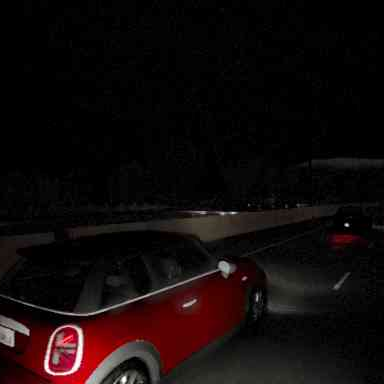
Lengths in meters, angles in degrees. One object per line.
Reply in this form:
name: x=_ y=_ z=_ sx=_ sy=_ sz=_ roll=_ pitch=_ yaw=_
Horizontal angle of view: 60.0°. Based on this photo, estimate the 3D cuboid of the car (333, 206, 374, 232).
car: x=10.332 y=1.663 z=21.303 sx=1.837 sy=1.490 sz=4.892 roll=0 pitch=0 yaw=34

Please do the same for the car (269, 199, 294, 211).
car: x=12.071 y=1.799 z=43.129 sx=2.097 sy=1.767 sz=4.553 roll=0 pitch=-1 yaw=34

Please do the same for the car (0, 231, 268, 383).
car: x=-0.559 y=1.353 z=4.858 sx=2.097 sy=1.767 sz=4.553 roll=0 pitch=0 yaw=34

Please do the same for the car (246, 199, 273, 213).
car: x=9.224 y=1.803 z=45.166 sx=2.097 sy=1.767 sz=4.553 roll=0 pitch=-1 yaw=34
